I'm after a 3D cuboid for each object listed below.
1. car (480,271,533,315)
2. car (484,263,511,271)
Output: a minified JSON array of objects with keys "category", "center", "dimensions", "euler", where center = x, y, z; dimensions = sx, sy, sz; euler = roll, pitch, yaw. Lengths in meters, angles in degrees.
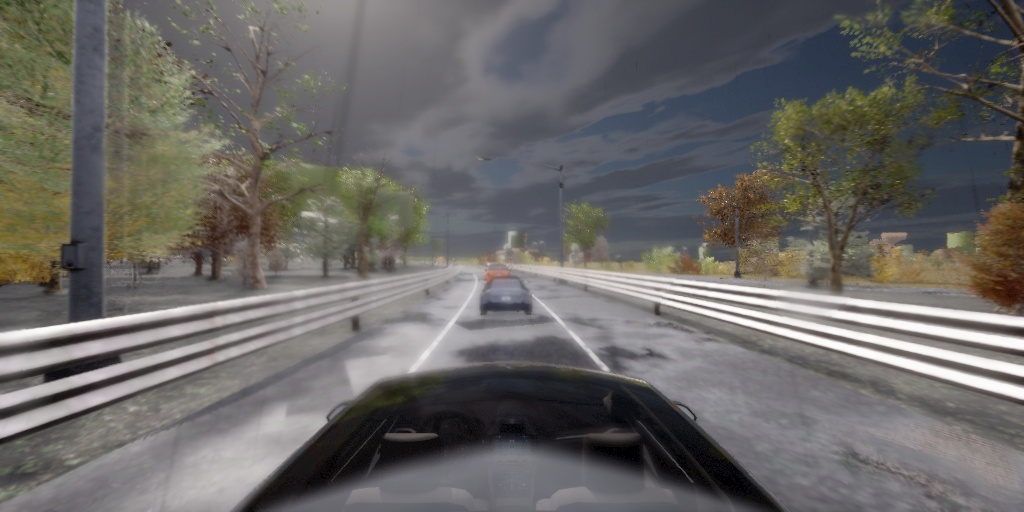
[{"category":"car","center":[-0.261,1.490,14.597],"dimensions":[1.994,1.385,4.181],"euler":[0,-1,-2]},{"category":"car","center":[-1.148,1.469,29.167],"dimensions":[2.097,1.767,4.553],"euler":[0,-1,-4]}]
